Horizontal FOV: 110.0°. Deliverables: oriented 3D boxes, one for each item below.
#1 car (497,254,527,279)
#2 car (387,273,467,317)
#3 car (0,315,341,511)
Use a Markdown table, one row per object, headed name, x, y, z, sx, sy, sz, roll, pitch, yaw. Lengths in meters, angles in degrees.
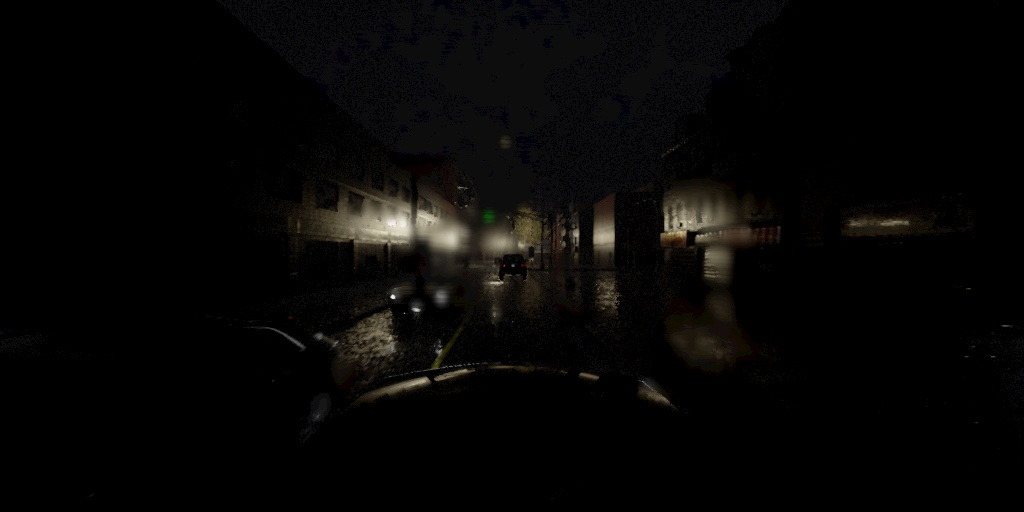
| name | x | y | z | sx | sy | sz | roll | pitch | yaw |
| --- | --- | --- | --- | --- | --- | --- | --- | --- | --- |
| car | 0.089 | 0.824 | 30.175 | 2.150 | 2.045 | 5.566 | 0 | 0 | 0 |
| car | -2.842 | 1.292 | 12.926 | 1.895 | 1.301 | 4.718 | 0 | 0 | 0 |
| car | -2.848 | 1.254 | 2.161 | 1.837 | 1.490 | 4.892 | 0 | 0 | 0 |
